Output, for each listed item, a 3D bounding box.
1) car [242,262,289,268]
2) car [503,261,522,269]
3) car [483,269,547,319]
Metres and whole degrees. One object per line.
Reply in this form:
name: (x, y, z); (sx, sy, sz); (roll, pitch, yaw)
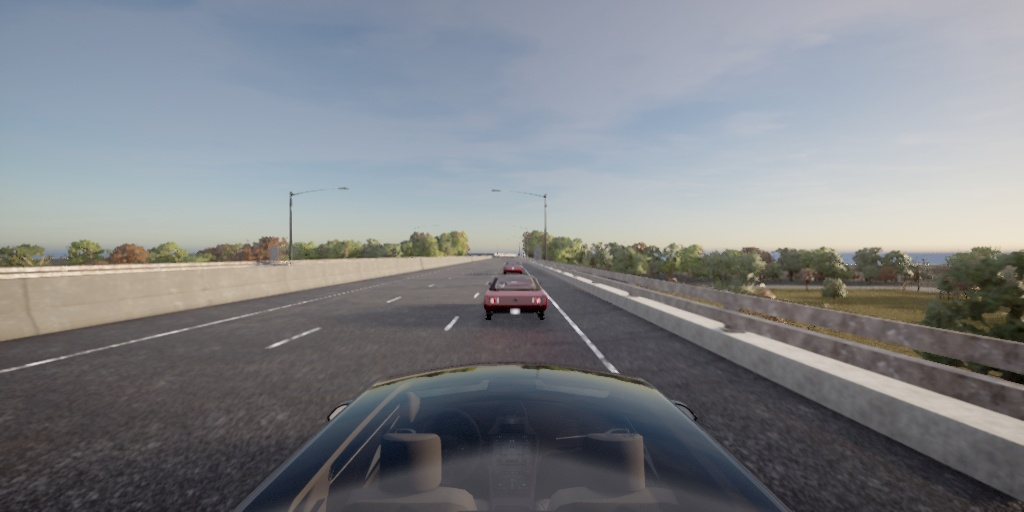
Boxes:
car: (-17.560, 1.156, 25.405); (2.128, 1.511, 4.902); (0, 0, 0)
car: (0.098, 1.182, 38.128); (1.994, 1.385, 4.181); (0, 0, 0)
car: (0.100, 1.312, 12.597); (1.895, 1.301, 4.718); (0, 0, 0)
